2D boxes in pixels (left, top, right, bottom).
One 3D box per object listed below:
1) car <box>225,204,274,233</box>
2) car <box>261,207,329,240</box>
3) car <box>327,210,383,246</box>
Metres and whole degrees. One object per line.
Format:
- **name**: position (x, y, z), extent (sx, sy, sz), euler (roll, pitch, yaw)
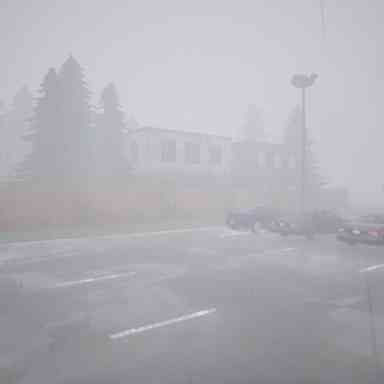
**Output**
- **car**: position (4.204, 1.482, 19.765), extent (5.008, 1.535, 1.882), euler (0, 0, -35)
- **car**: position (6.236, 1.560, 16.916), extent (5.357, 1.411, 2.033), euler (0, 0, -35)
- **car**: position (8.269, 1.560, 14.066), extent (5.357, 1.411, 2.033), euler (0, 0, -35)
